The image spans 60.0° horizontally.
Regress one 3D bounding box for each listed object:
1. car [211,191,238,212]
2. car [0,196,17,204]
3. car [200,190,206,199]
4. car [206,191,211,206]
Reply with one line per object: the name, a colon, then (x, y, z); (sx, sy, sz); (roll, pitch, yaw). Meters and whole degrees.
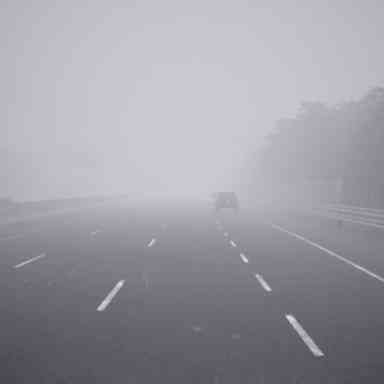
car: (3.512, 0.972, 35.185); (2.150, 2.045, 5.566); (0, 1, 0)
car: (-17.490, 1.101, 29.813); (1.812, 1.442, 4.674); (0, 1, 0)
car: (3.529, 0.609, 78.601); (2.097, 1.767, 4.553); (0, 1, 0)
car: (3.517, 0.876, 47.920); (2.150, 2.045, 5.566); (0, 1, 0)
